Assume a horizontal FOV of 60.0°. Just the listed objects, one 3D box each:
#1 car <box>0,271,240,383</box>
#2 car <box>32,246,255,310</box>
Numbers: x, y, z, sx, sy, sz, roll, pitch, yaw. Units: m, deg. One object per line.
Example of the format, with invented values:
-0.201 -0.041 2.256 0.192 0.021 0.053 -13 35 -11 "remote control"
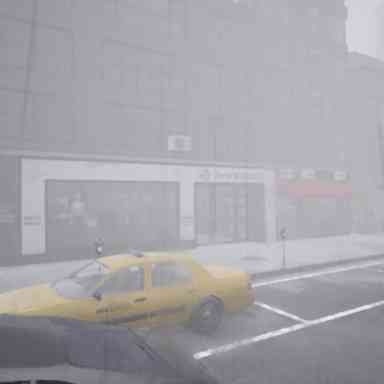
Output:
-1.723 1.601 1.916 4.181 1.385 1.994 1 -1 -31 "car"
-1.170 1.631 5.493 4.829 1.417 1.752 1 -2 -31 "car"
